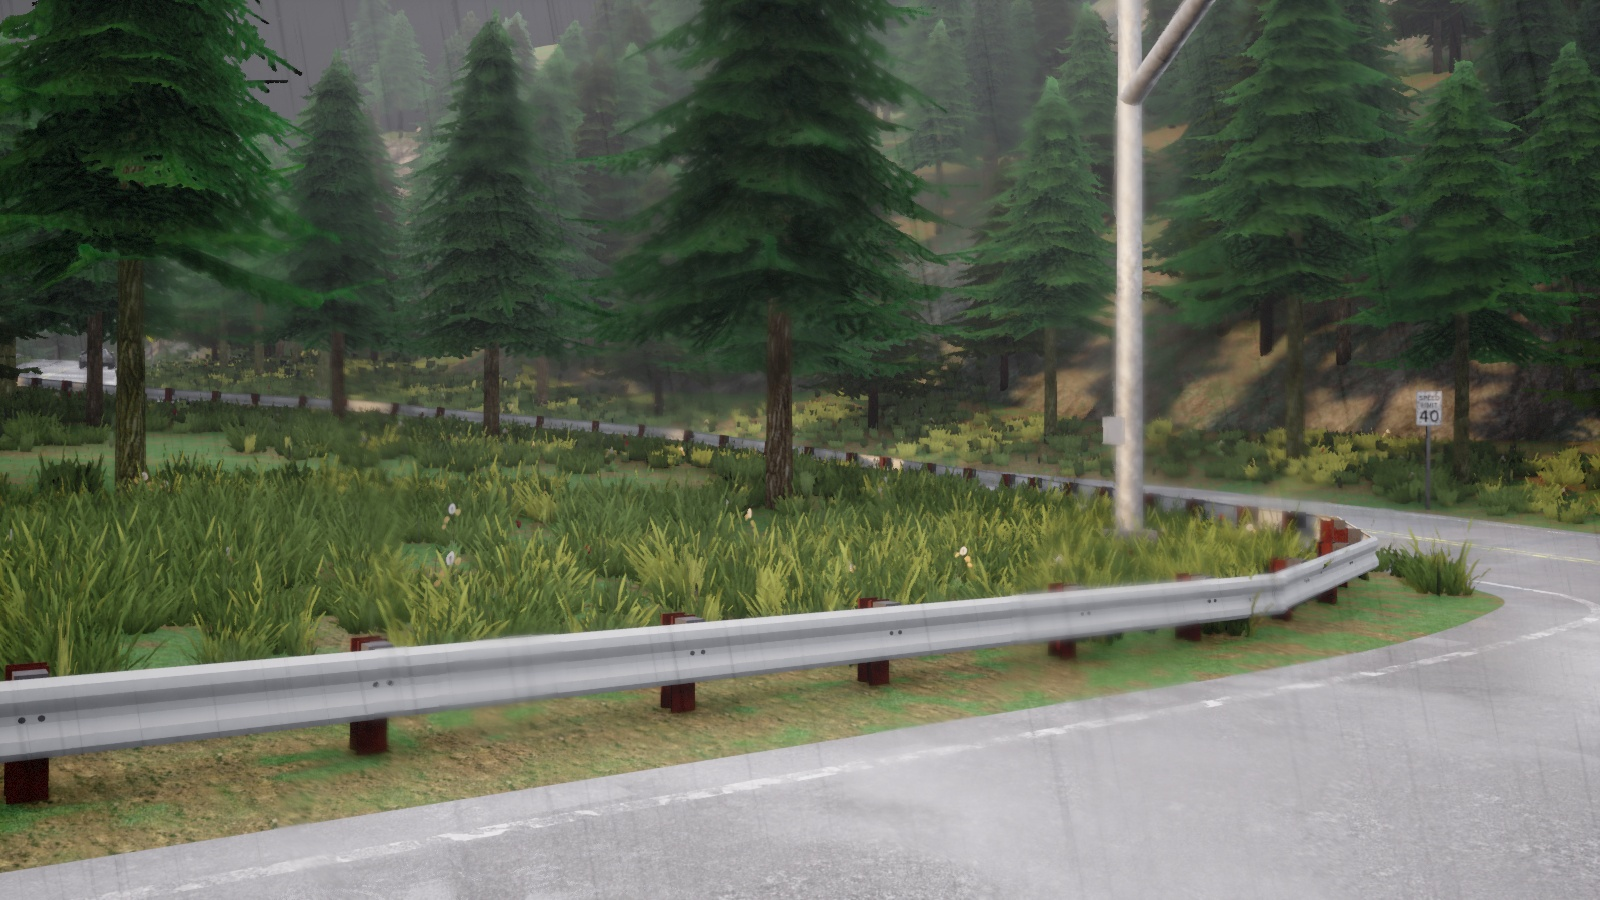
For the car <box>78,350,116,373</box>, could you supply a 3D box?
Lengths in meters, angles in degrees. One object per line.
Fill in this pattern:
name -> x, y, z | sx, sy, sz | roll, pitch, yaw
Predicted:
car -> -46.433, -5.867, 83.001 | 1.994, 1.385, 4.181 | 0, 5, -26
